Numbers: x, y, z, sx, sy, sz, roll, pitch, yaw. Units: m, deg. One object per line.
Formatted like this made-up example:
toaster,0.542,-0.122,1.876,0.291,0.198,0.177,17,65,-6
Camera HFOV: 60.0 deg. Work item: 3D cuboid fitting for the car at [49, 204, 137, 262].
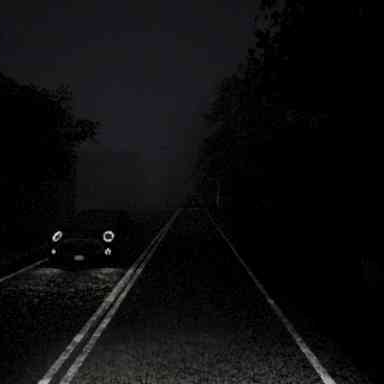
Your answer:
car,-3.352,1.358,12.093,2.097,1.767,4.553,0,0,0

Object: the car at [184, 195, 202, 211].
car,0.133,1.341,42.276,2.150,2.045,5.566,0,0,0

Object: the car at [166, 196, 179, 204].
car,-3.128,1.386,53.385,1.882,1.535,5.008,0,0,1
